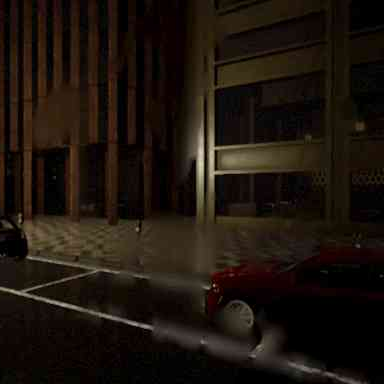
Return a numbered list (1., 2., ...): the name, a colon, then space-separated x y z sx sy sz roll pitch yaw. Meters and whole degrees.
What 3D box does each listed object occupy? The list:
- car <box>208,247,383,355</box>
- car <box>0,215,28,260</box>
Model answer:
1. car: 2.394 1.542 5.123 4.507 1.381 1.887 0 0 31
2. car: -7.349 1.433 10.954 4.097 1.590 1.967 0 0 31
